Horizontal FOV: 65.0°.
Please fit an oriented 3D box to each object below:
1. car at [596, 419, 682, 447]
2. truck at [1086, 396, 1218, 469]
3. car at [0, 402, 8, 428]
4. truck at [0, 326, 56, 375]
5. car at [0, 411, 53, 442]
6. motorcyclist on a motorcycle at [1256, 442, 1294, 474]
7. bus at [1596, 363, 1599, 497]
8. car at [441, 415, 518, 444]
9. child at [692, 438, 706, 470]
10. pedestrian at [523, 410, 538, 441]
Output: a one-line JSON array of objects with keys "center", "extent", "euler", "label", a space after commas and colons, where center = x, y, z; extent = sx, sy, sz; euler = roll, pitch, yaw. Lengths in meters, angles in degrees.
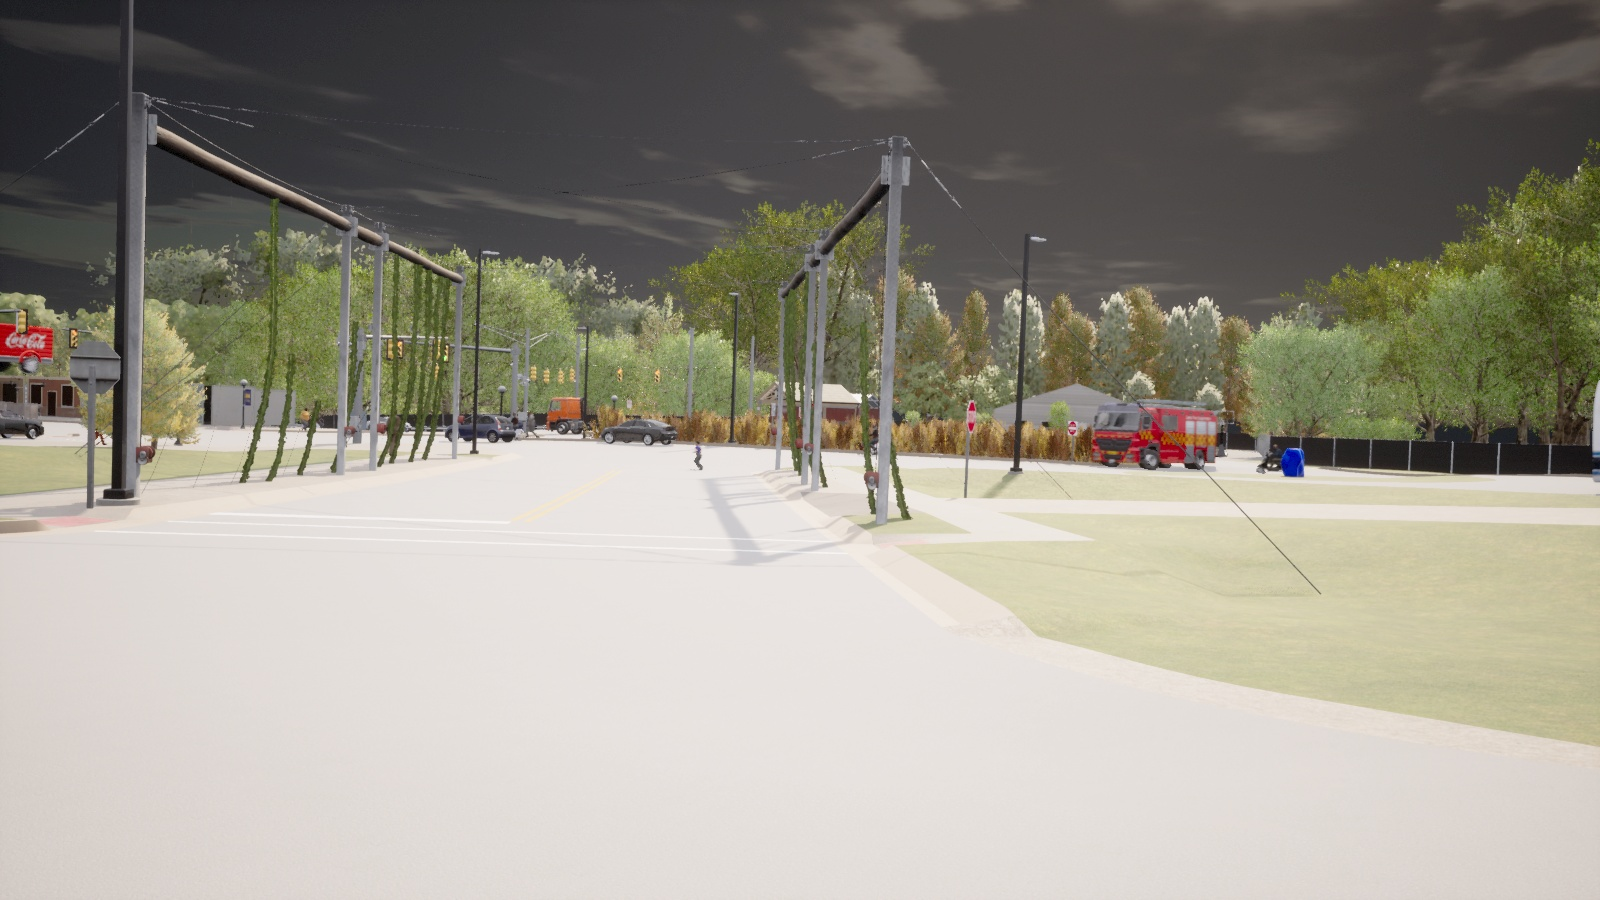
[{"center": [-9.366, -1.017, 72.964], "extent": [4.892, 1.490, 1.837], "euler": [2, 3, 31], "label": "car"}, {"center": [19.594, -0.931, 69.603], "extent": [8.468, 3.827, 2.891], "euler": [1, 2, -43], "label": "truck"}, {"center": [-53.714, -2.290, 80.733], "extent": [5.027, 1.651, 2.152], "euler": [2, 2, 21], "label": "car"}, {"center": [-43.555, -5.457, 67.793], "extent": [2.627, 2.467, 5.204], "euler": [5, 3, 21], "label": "truck"}, {"center": [-39.779, -1.177, 61.960], "extent": [2.128, 1.511, 4.902], "euler": [2, 1, 16], "label": "car"}, {"center": [24.712, 0.400, 65.337], "extent": [1.817, 1.590, 0.866], "euler": [1, 3, 19], "label": "motorcyclist on a motorcycle"}, {"center": [29.173, -0.703, 36.089], "extent": [3.944, 4.253, 10.273], "euler": [1, -1, -21], "label": "bus"}, {"center": [-18.544, -1.213, 72.723], "extent": [3.988, 1.617, 1.851], "euler": [1, 2, 20], "label": "car"}, {"center": [-4.053, 0.171, 50.397], "extent": [0.437, 1.263, 0.270], "euler": [2, 2, 7], "label": "child"}, {"center": [-17.552, -1.585, 81.874], "extent": [0.873, 1.952, 0.659], "euler": [2, 2, -8], "label": "pedestrian"}]
